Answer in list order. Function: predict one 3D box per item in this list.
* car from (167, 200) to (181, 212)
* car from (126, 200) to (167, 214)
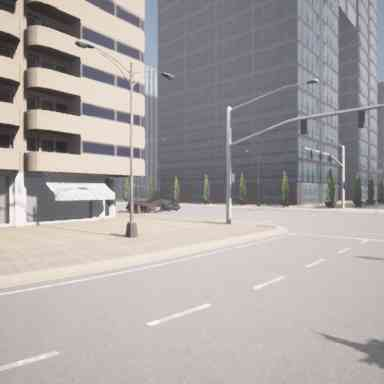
[{"bbox_3d":[-3.357,1.607,39.588,4.181,1.385,1.994,0,0,41],"label":"car"},{"bbox_3d":[-5.359,1.571,36.720,4.674,1.442,1.812,0,0,40],"label":"car"}]
